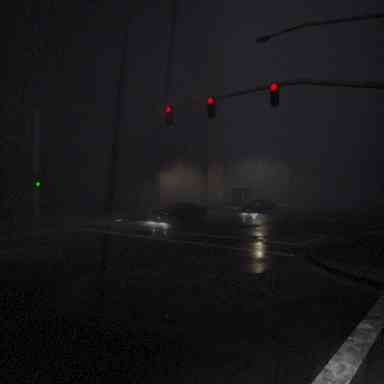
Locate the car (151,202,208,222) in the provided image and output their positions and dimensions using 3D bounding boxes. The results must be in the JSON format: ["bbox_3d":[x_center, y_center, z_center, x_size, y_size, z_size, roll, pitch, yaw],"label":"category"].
[{"bbox_3d":[-0.831,1.547,27.075,2.033,1.411,5.357,0,0,39],"label":"car"}]

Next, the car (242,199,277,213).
[{"bbox_3d":[7.649,1.547,37.427,2.033,1.411,5.357,0,0,39],"label":"car"}]
